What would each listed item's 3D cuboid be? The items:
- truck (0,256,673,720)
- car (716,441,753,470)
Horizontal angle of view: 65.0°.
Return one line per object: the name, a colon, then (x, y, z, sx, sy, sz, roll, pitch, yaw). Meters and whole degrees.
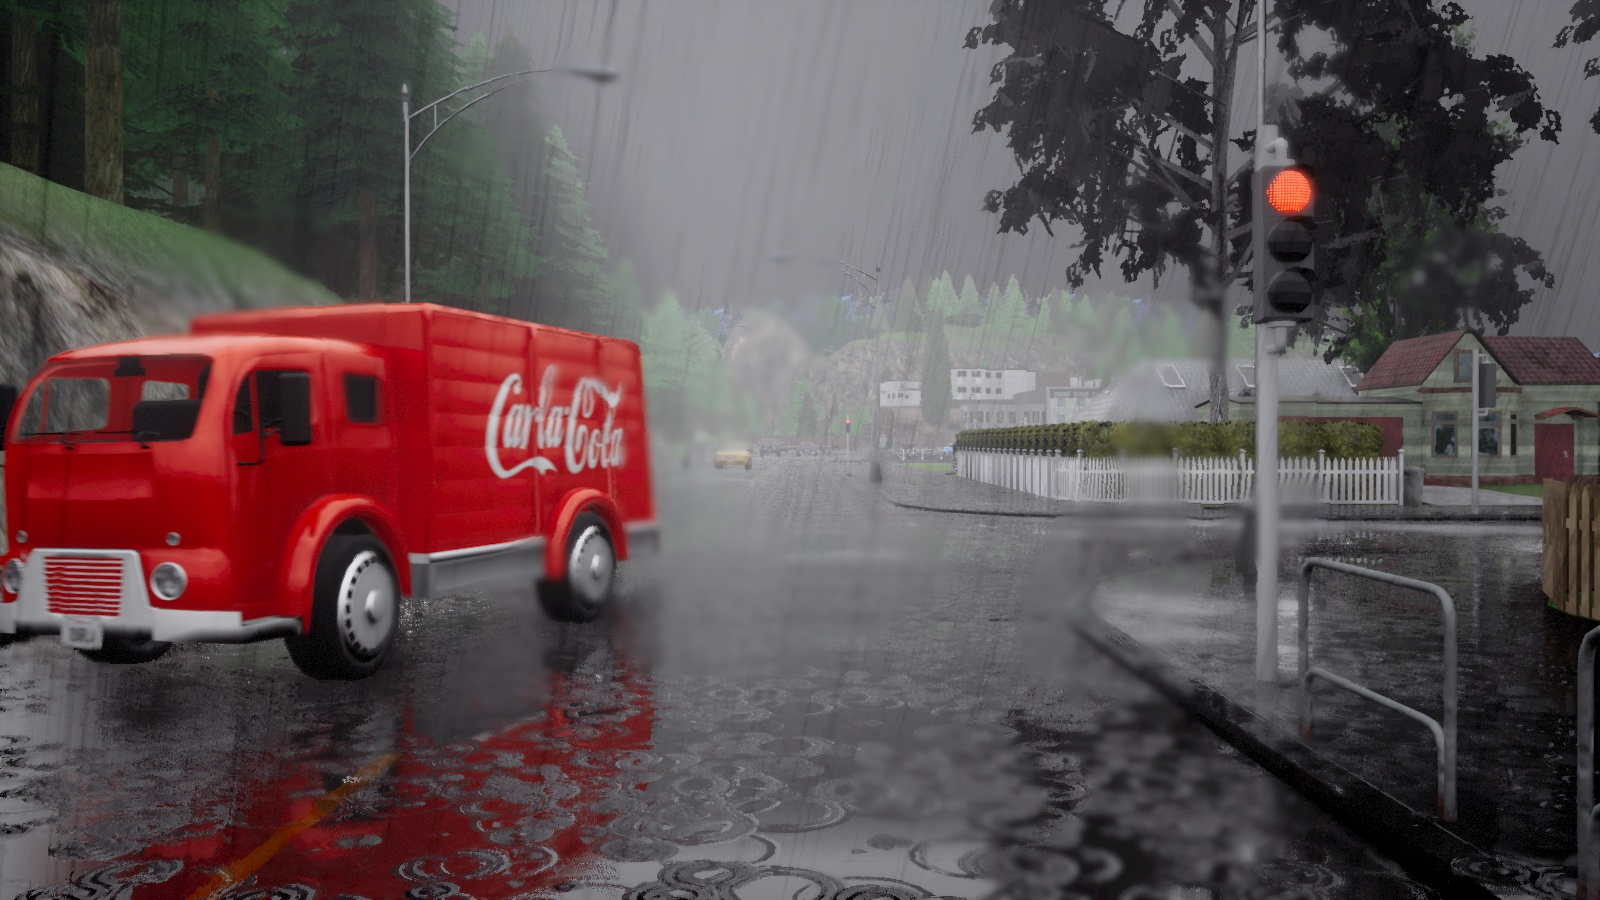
truck: (-3.273, 0.203, 9.563, 2.627, 2.467, 5.204, -1, 0, 19)
car: (-3.604, 0.288, 69.938, 1.801, 1.575, 5.366, 0, 0, 0)
